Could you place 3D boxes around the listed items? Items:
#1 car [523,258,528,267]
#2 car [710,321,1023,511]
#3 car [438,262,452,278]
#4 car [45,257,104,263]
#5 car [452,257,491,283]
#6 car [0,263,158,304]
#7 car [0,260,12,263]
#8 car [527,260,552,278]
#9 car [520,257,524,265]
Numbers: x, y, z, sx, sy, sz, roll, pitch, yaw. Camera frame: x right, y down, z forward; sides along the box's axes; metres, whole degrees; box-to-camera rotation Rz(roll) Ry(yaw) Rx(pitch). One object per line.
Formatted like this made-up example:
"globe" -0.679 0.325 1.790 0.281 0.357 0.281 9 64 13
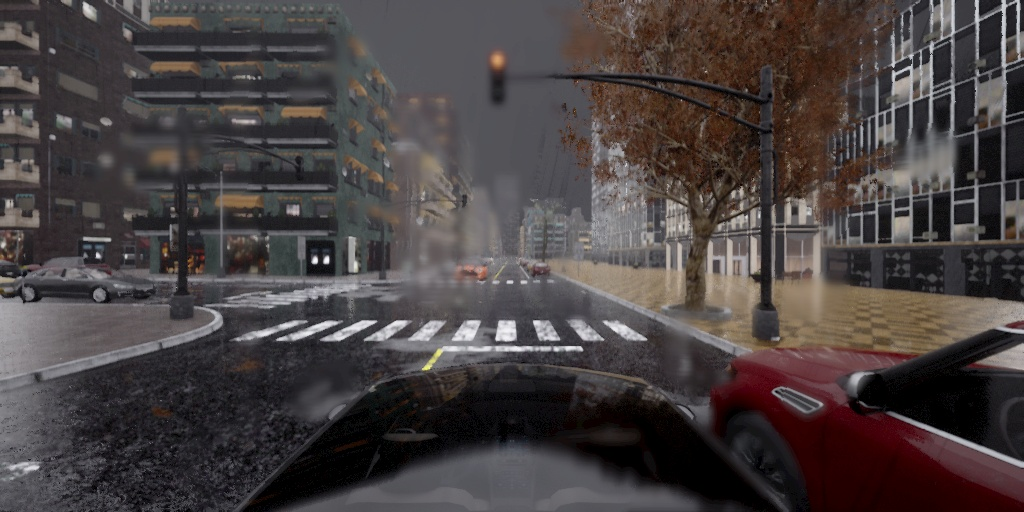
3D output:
"car" 2.690 1.202 44.585 1.751 1.417 4.829 0 0 0
"car" 2.692 1.066 0.963 2.192 1.841 5.009 0 0 0
"car" -5.690 1.242 33.350 2.007 1.370 4.403 0 0 0
"car" -27.622 0.790 22.201 4.097 1.591 1.967 0 0 -1
"car" -3.001 1.020 27.501 2.097 1.767 4.553 0 0 0
"car" -16.435 1.064 13.934 4.403 1.370 2.007 0 0 -1
"car" -21.832 0.962 13.878 4.829 1.417 1.751 0 0 -1
"car" 2.690 1.236 33.350 1.888 1.381 4.507 0 0 0
"car" 2.690 1.242 61.013 1.802 1.307 4.207 0 0 0
